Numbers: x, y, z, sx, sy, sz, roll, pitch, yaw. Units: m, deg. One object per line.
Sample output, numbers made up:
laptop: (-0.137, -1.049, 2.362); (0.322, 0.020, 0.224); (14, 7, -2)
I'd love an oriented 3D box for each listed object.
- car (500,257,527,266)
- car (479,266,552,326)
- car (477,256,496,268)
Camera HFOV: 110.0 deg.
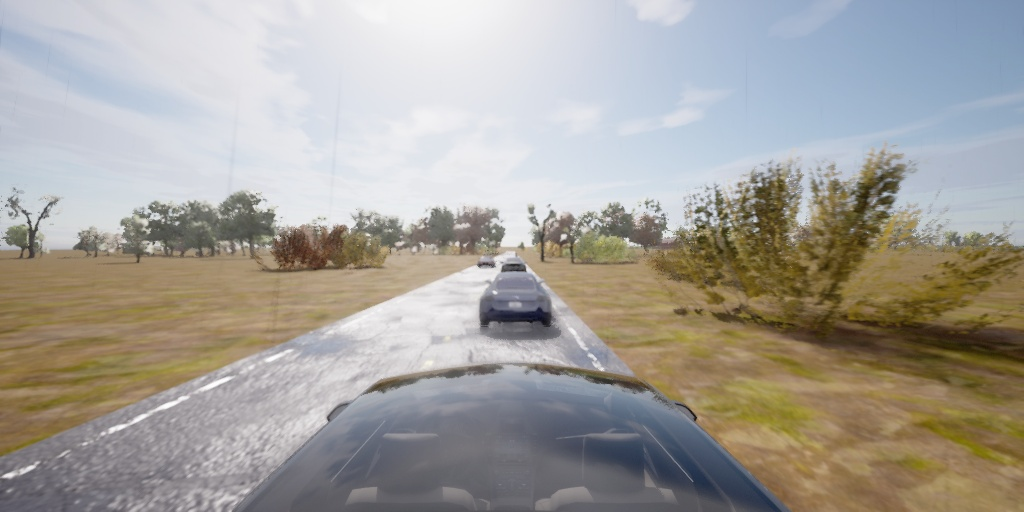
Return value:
car: (0.138, 0.842, 27.939); (1.837, 1.490, 4.892); (0, 1, 0)
car: (0.098, 1.170, 11.030); (1.994, 1.385, 4.181); (0, 1, 0)
car: (-3.008, 0.662, 42.775); (1.994, 1.385, 4.181); (0, 1, 0)
